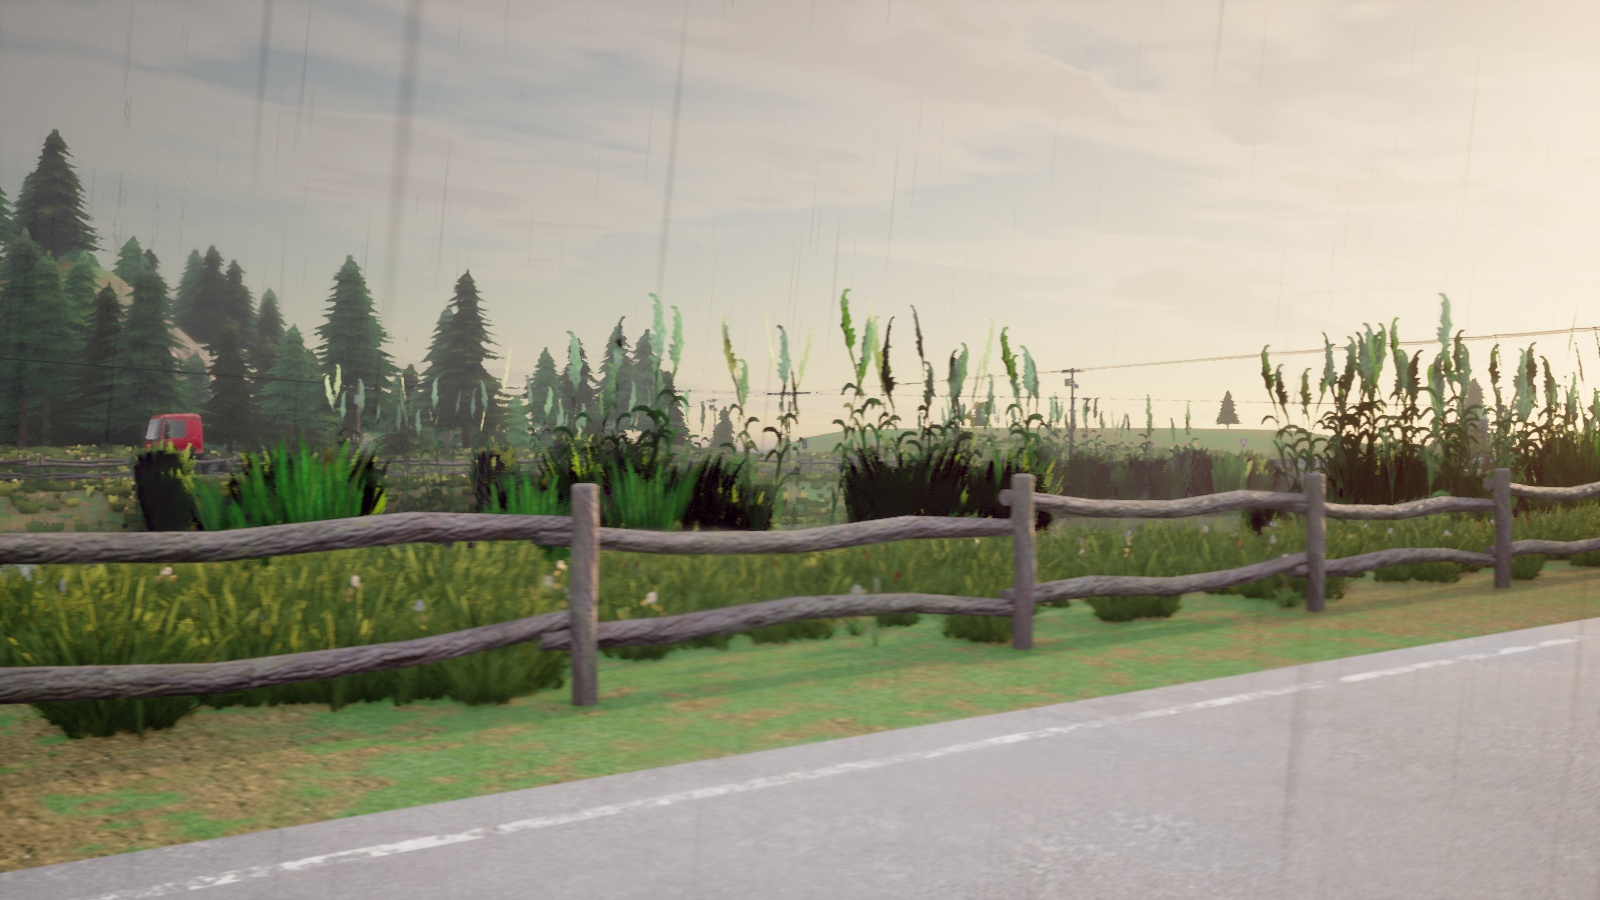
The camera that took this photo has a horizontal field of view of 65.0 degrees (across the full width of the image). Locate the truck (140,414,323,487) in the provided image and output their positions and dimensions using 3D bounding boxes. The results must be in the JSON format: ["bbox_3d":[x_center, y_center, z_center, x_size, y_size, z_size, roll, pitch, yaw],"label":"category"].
[{"bbox_3d":[-28.382,0.012,62.846,7.936,3.462,2.891,0,0,-36],"label":"truck"}]
